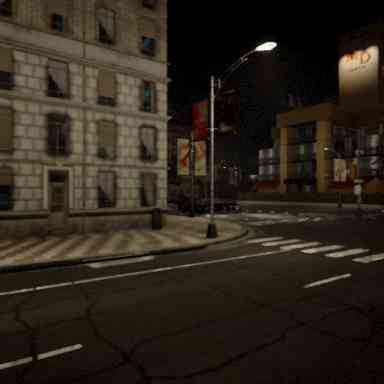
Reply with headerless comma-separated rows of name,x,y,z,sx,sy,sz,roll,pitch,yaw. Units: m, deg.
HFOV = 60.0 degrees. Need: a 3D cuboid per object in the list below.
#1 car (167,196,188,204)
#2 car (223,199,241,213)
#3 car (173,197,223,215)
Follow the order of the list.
car,-3.607,1.667,60.558,4.718,1.301,1.895,0,0,39
car,3.432,1.542,37.532,2.128,1.511,4.902,0,0,-36
car,0.529,1.591,35.569,2.033,1.411,5.357,0,0,-36
